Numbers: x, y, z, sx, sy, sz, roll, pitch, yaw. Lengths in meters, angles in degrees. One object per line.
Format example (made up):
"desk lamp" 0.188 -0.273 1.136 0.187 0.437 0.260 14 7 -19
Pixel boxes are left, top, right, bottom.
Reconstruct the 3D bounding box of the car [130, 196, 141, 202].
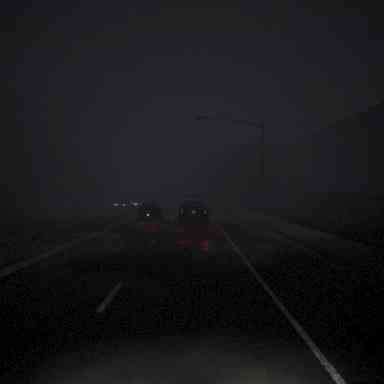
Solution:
"car" -13.988 1.601 82.588 2.033 1.411 5.357 0 0 0

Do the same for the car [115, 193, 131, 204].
"car" -13.991 1.274 67.020 2.150 2.045 5.566 0 0 0

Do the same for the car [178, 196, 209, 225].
"car" 0.104 1.370 24.183 2.097 1.767 4.553 0 0 0

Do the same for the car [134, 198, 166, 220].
"car" -3.396 1.526 28.090 1.837 1.490 4.892 0 0 0

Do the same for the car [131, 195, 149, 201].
"car" -10.493 1.608 67.131 1.994 1.385 4.181 0 0 0

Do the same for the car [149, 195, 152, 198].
"car" -10.488 1.586 81.451 2.128 1.511 4.902 0 0 0

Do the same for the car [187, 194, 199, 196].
"car" 0.107 1.258 48.806 2.150 2.045 5.566 0 0 0
